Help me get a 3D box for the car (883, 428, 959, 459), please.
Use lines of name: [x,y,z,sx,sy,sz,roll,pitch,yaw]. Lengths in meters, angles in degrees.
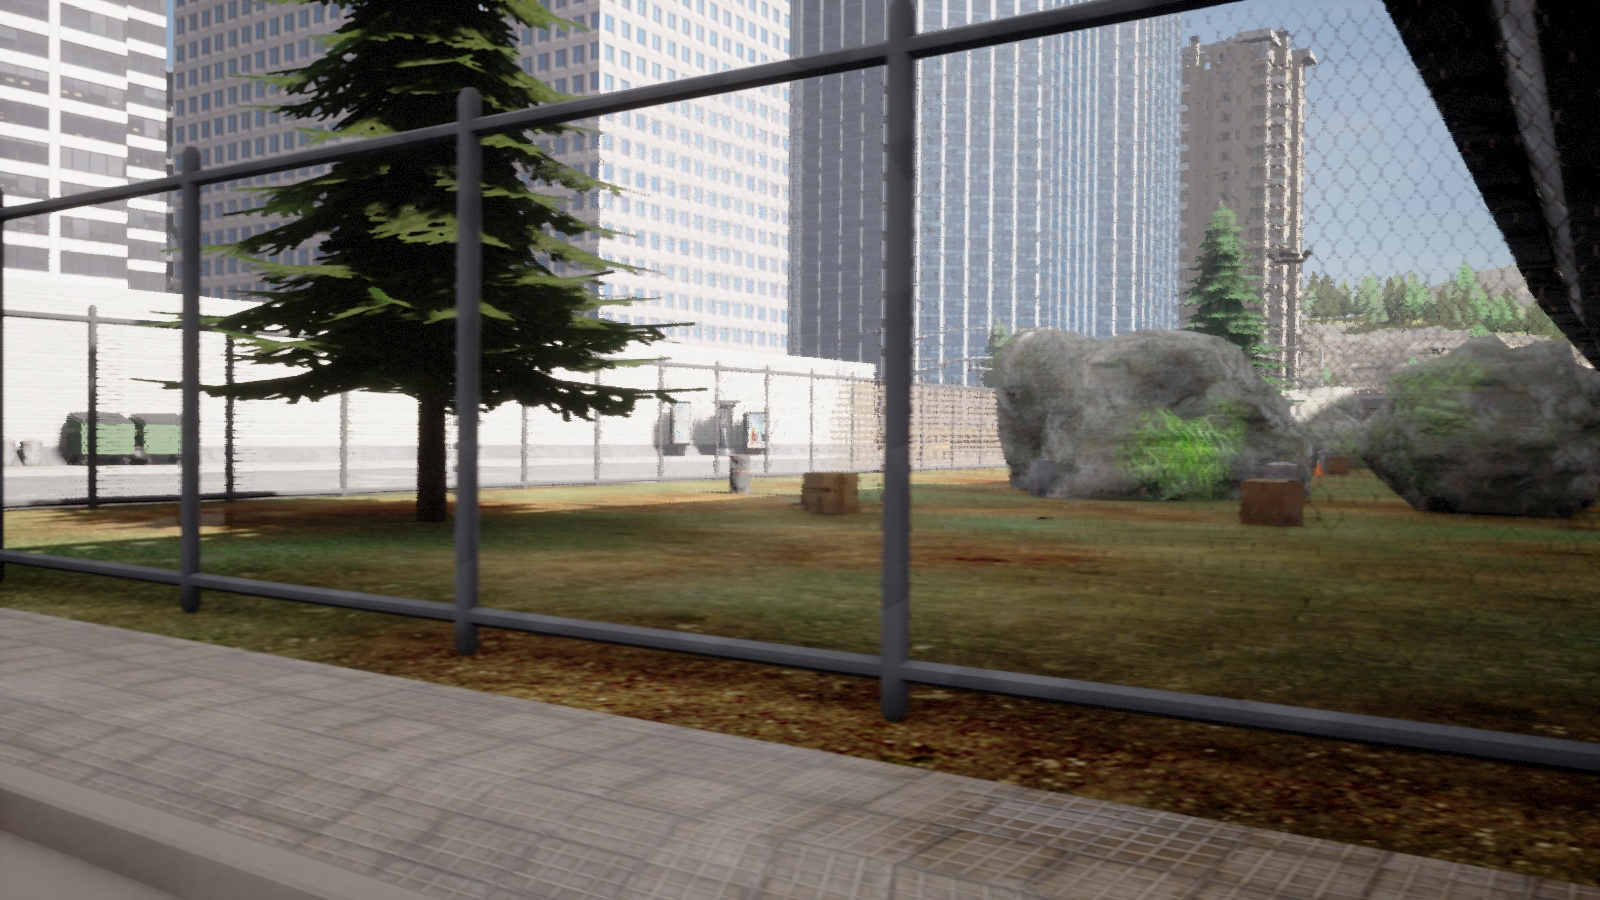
car: [6.662,-0.381,68.521,1.801,1.575,5.366,0,1,33]
